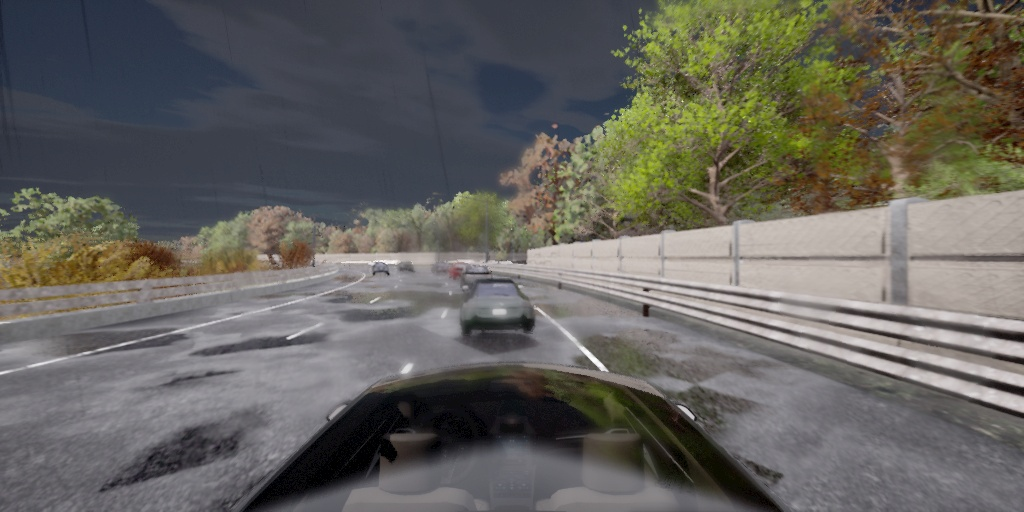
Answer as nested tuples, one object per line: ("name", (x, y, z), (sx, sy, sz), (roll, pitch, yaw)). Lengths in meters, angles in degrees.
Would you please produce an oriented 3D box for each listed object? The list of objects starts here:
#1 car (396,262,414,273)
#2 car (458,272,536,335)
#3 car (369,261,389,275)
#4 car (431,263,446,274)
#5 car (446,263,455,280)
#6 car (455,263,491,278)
("car", (-14.561, 1.509, 48.707), (1.837, 1.490, 4.892), (0, 0, -25))
("car", (-0.537, 1.357, 10.793), (1.994, 1.385, 4.181), (0, 0, -7))
("car", (-16.066, 1.532, 43.662), (2.033, 1.411, 5.357), (0, 0, -23))
("car", (-8.815, 1.519, 44.503), (2.033, 1.411, 5.357), (0, 0, -22))
("car", (-4.755, 1.388, 33.377), (1.882, 1.535, 5.008), (0, 0, -15))
("car", (-2.323, 1.347, 22.852), (2.128, 1.511, 4.902), (0, 0, -11))
